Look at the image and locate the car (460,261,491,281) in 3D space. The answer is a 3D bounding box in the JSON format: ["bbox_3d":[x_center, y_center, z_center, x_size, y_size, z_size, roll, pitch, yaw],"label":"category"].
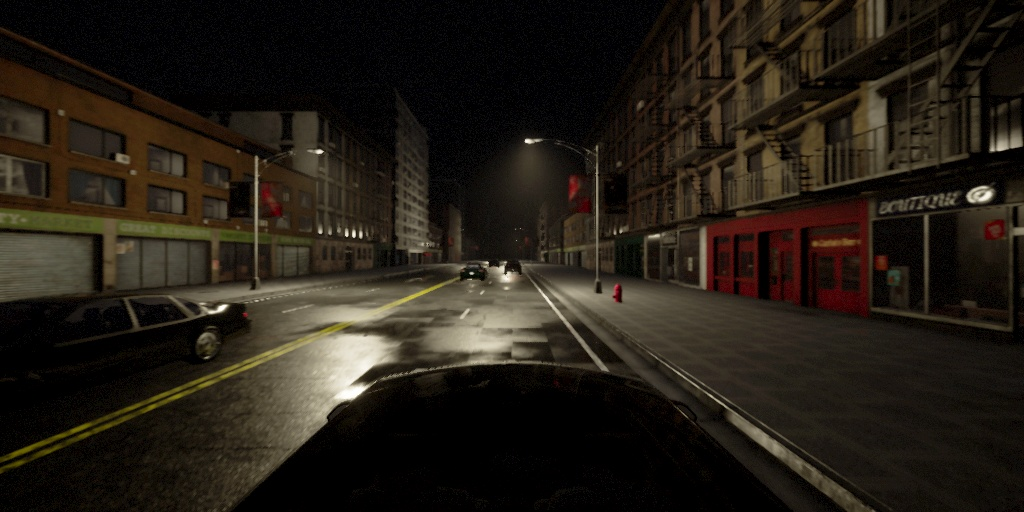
[{"bbox_3d":[-3.149,1.314,30.160,1.994,1.385,4.181,0,0,0],"label":"car"}]

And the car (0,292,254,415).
[{"bbox_3d":[-6.587,1.296,5.397,2.033,1.411,5.357,0,0,1],"label":"car"}]

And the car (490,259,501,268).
[{"bbox_3d":[-3.153,1.260,62.950,1.837,1.490,4.892,0,0,0],"label":"car"}]

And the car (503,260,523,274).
[{"bbox_3d":[0.097,1.254,40.344,1.837,1.490,4.892,0,-1,0],"label":"car"}]

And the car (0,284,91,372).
[{"bbox_3d":[-9.841,1.296,4.815,2.033,1.411,5.357,0,0,1],"label":"car"}]
